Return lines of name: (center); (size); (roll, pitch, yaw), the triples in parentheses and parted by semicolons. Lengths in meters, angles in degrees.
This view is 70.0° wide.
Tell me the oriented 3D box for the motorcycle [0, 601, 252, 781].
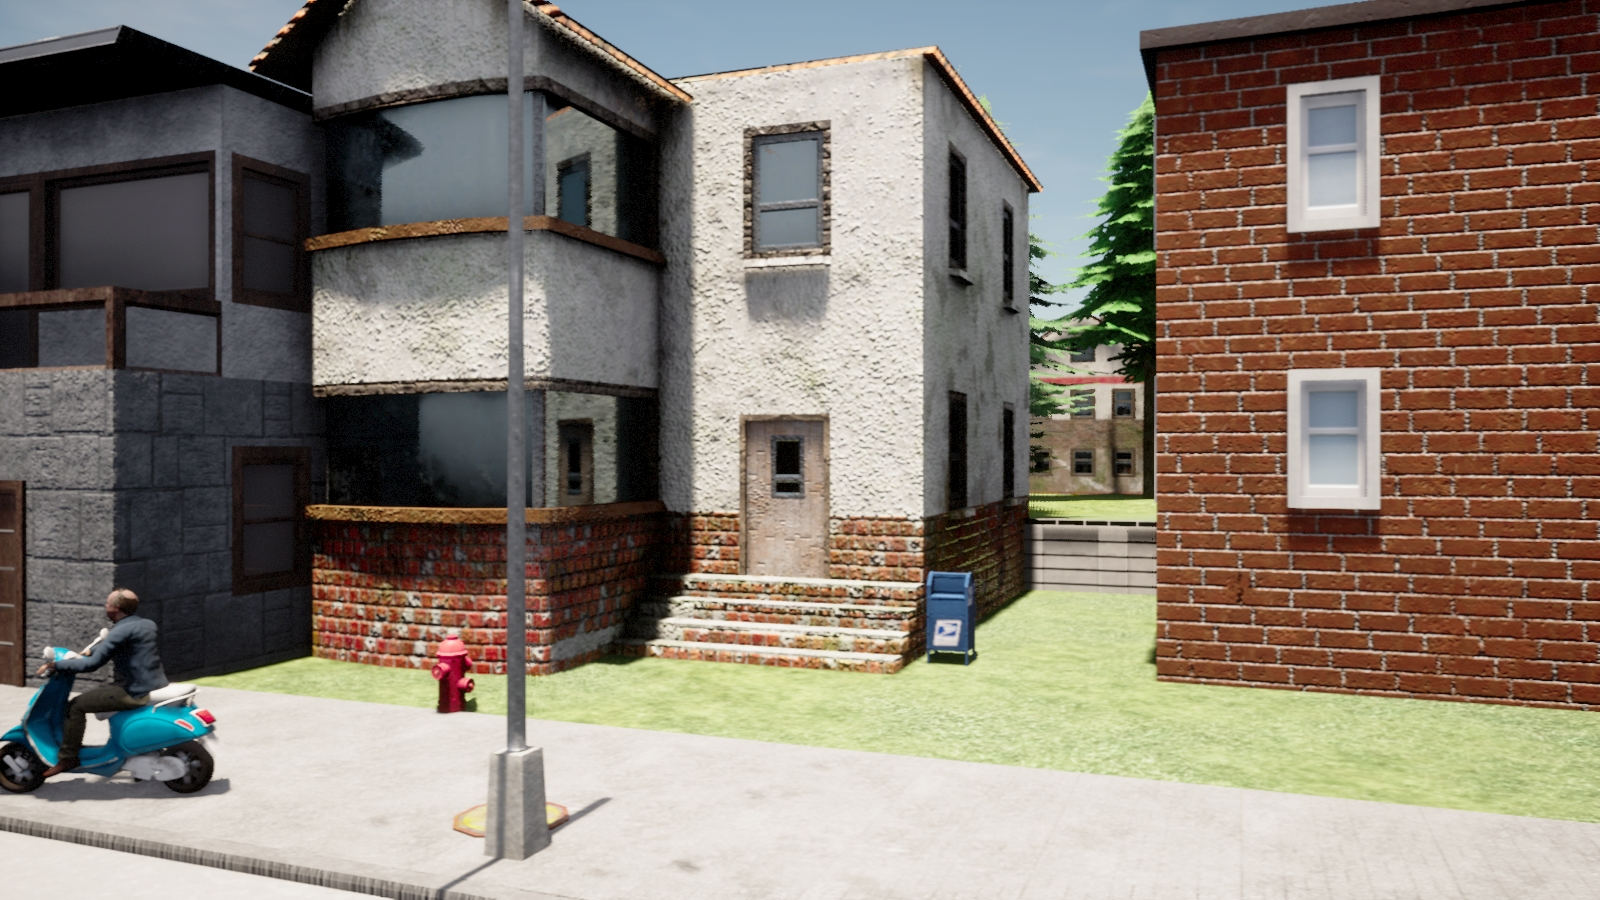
motorcycle: (-5.437, 1.869, 9.018); (1.805, 1.236, 0.856); (0, 0, 1)
